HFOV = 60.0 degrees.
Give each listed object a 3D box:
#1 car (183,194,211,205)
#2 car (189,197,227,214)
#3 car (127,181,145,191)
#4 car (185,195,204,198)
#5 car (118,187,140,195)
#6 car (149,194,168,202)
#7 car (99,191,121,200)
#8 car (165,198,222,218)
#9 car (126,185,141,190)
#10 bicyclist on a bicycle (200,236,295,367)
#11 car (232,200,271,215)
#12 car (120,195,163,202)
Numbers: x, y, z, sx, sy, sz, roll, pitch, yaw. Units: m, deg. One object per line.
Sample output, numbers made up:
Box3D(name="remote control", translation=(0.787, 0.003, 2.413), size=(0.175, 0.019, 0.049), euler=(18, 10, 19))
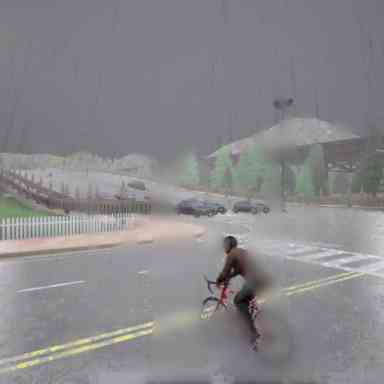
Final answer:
Box3D(name="car", translation=(0.758, 1.167, 53.633), size=(1.895, 1.301, 4.718), euler=(0, 4, -37))
Box3D(name="car", translation=(1.693, 1.555, 34.497), size=(1.994, 1.385, 4.181), euler=(0, 0, -37))
Box3D(name="car", translation=(-11.972, -1.391, 70.735), size=(2.150, 2.045, 5.566), euler=(0, 7, -37))
Box3D(name="car", translation=(0.740, 1.424, 41.614), size=(1.882, 1.535, 5.008), euler=(0, 1, -37))
Box3D(name="car", translation=(-10.231, 0.635, 50.506), size=(2.097, 1.767, 4.553), euler=(0, 4, -36))
Box3D(name="car", translation=(-4.258, 1.412, 42.457), size=(1.994, 1.385, 4.181), euler=(0, 2, -37))
Box3D(name="car", translation=(-12.115, 0.904, 47.165), size=(1.837, 1.490, 4.892), euler=(0, 4, -36))
Box3D(name="car", translation=(0.037, 1.543, 30.864), size=(2.033, 1.411, 5.357), euler=(0, 0, -37))
Box3D(name="car", translation=(-11.392, 0.169, 58.038), size=(1.837, 1.490, 4.892), euler=(0, 6, -36))
Box3D(name="bicyclist on a bicycle", translation=(0.673, 1.455, 4.659), size=(0.582, 1.620, 1.656), euler=(0, -2, -43))
Box3D(name="car", translation=(6.110, 1.558, 34.437), size=(1.994, 1.385, 4.181), euler=(0, 0, -37))
Box3D(name="car", translation=(-5.982, 1.451, 38.913), size=(2.033, 1.411, 5.357), euler=(0, 2, -37))
